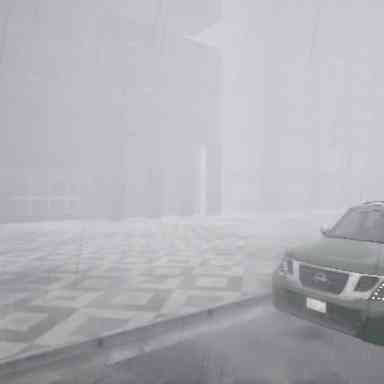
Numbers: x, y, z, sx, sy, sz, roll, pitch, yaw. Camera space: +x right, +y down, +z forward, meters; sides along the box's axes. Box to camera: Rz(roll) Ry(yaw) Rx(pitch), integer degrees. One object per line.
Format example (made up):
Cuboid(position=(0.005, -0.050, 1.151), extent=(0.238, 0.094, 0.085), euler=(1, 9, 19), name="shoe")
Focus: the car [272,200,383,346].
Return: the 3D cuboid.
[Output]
Cuboid(position=(3.960, 1.198, 6.201), extent=(5.566, 2.045, 2.150), euler=(0, 0, -35), name="car")
